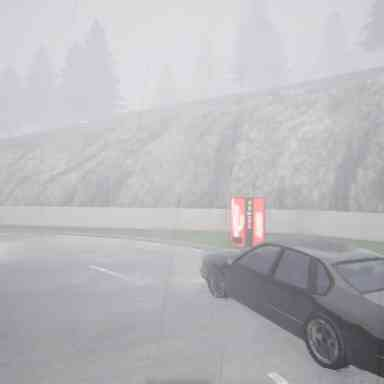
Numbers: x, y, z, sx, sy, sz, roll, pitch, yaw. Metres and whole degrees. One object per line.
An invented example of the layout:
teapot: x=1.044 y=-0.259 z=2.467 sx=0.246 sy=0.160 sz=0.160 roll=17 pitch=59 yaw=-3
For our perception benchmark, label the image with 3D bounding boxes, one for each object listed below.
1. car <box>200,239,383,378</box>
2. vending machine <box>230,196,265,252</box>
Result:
car: x=1.972 y=1.547 z=5.806 sx=2.033 sy=1.411 sz=5.357 roll=0 pitch=0 yaw=-23
vending machine: x=2.180 y=1.195 z=13.058 sx=1.100 sy=2.100 sz=0.880 roll=0 pitch=0 yaw=-43
